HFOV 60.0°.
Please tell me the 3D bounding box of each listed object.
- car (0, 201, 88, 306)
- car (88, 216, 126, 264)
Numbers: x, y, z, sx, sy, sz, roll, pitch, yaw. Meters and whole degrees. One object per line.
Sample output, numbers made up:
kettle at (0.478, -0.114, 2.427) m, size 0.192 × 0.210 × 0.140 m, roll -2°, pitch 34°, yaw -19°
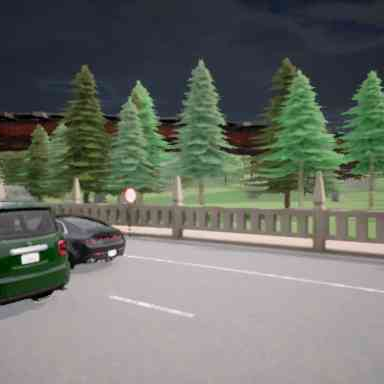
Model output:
car at (-5.002, 1.204, 6.956) m, size 5.566 × 2.045 × 2.150 m, roll 0°, pitch 0°, yaw 31°
car at (-4.334, 1.471, 10.579) m, size 4.892 × 1.490 × 1.837 m, roll 0°, pitch 0°, yaw 30°
